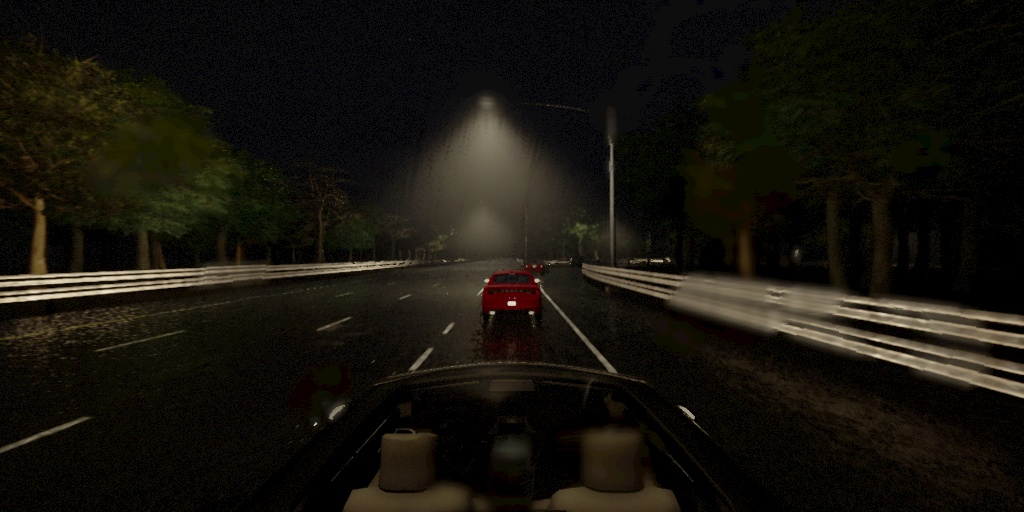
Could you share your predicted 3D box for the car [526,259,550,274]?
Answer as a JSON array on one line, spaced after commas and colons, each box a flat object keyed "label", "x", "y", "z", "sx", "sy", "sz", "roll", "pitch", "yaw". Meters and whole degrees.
[{"label": "car", "x": 2.820, "y": 1.128, "z": 39.276, "sx": 2.097, "sy": 1.767, "sz": 4.553, "roll": 0, "pitch": 0, "yaw": 14}]

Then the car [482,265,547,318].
[{"label": "car", "x": 0.001, "y": 1.253, "z": 12.974, "sx": 1.882, "sy": 1.535, "sz": 5.008, "roll": 0, "pitch": 0, "yaw": 0}]

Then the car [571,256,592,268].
[{"label": "car", "x": 11.996, "y": 1.004, "z": 61.419, "sx": 2.150, "sy": 2.045, "sz": 5.566, "roll": 0, "pitch": 0, "yaw": 31}]
